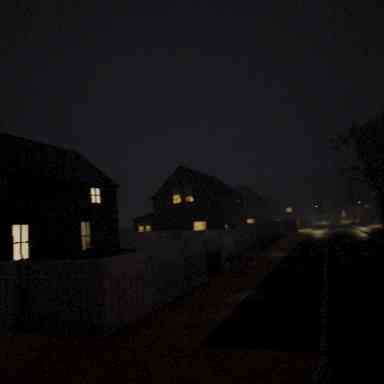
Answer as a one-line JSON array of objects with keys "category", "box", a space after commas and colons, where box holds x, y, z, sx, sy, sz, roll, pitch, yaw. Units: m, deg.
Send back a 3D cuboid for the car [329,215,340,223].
[{"category": "car", "box": [35.184, 6.857, 81.624, 1.882, 1.535, 5.008, -7, -6, 22]}]
